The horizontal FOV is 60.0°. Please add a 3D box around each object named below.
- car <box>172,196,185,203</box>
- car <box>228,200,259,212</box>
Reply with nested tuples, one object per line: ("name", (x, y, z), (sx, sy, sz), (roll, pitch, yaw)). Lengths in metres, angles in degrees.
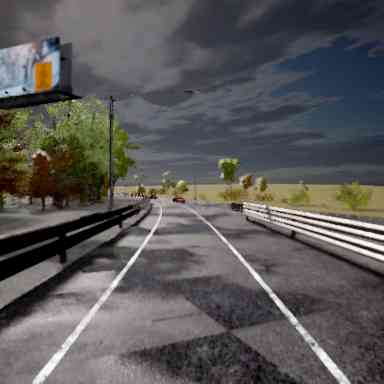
("car", (-2.917, 1.523, 69.702), (1.994, 1.385, 4.181), (0, 0, -15))
("car", (5.742, 1.521, 37.854), (1.895, 1.301, 4.718), (0, 0, -15))
